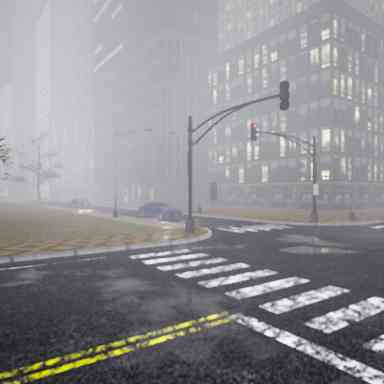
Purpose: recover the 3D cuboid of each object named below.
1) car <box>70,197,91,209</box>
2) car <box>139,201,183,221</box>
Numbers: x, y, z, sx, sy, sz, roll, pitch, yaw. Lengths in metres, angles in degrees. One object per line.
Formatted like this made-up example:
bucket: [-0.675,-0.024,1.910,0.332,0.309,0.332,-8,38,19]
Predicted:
car: [-15.314,1.499,45.628,2.128,1.511,4.902,0,0,-35]
car: [-2.650,1.487,27.561,1.882,1.535,5.008,0,0,-35]
